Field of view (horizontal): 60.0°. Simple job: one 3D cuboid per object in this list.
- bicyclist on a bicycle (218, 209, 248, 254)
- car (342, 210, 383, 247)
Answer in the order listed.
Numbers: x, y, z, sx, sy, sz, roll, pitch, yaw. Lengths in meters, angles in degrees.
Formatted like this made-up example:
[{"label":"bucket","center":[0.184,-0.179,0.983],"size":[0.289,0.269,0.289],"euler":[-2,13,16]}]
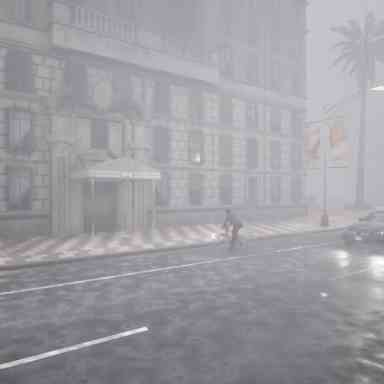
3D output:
[{"label":"bicyclist on a bicycle","center":[1.478,1.453,12.376],"size":[0.582,1.620,1.656],"euler":[0,-2,-35]},{"label":"car","center":[8.315,1.524,14.112],"size":[4.674,1.442,1.812],"euler":[0,0,-34]}]
